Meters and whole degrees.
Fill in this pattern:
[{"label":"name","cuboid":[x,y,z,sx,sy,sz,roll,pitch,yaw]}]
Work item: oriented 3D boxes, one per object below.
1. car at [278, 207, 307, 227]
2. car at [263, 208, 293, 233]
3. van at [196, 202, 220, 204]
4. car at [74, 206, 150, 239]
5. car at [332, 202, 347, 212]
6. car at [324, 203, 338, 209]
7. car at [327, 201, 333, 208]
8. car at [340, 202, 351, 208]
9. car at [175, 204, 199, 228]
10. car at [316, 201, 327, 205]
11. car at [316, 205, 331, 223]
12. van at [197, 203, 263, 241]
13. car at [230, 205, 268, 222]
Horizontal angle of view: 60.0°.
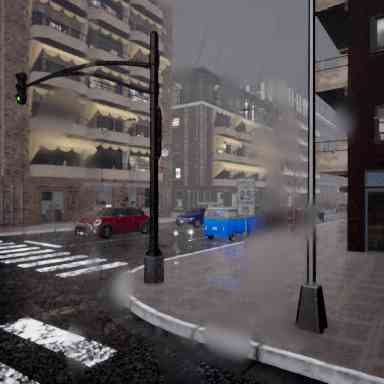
[{"label":"car","cuboid":[8.532,2.158,27.893,1.802,1.307,4.206,-1,-2,35]},{"label":"car","cuboid":[5.322,2.035,23.380,1.947,1.339,4.313,-1,-2,35]},{"label":"van","cuboid":[1.699,1.903,32.695,1.690,1.788,3.998,-1,-2,35]},{"label":"car","cuboid":[-4.530,1.639,19.396,2.097,1.767,4.553,0,-1,35]},{"label":"car","cuboid":[25.948,2.723,56.769,1.837,1.490,4.892,0,-1,36]},{"label":"car","cuboid":[30.597,3.064,73.315,1.887,1.381,4.507,-1,-2,35]},{"label":"car","cuboid":[27.385,2.728,68.807,2.192,1.841,5.009,-1,-2,35]},{"label":"car","cuboid":[40.132,3.375,86.722,1.752,1.417,4.829,-1,-2,35]},{"label":"car","cuboid":[0.610,1.985,26.659,1.812,1.442,4.674,0,-1,36]},{"label":"car","cuboid":[24.175,2.889,64.287,1.802,1.307,4.206,-1,-2,35]},{"label":"car","cuboid":[11.743,2.233,32.409,2.008,1.369,4.403,-1,-2,35]},{"label":"van","cuboid":[2.248,1.704,18.773,1.690,1.788,3.998,-1,-2,35]},{"label":"car","cuboid":[5.933,2.140,34.136,1.837,1.490,4.892,0,-1,35]}]
